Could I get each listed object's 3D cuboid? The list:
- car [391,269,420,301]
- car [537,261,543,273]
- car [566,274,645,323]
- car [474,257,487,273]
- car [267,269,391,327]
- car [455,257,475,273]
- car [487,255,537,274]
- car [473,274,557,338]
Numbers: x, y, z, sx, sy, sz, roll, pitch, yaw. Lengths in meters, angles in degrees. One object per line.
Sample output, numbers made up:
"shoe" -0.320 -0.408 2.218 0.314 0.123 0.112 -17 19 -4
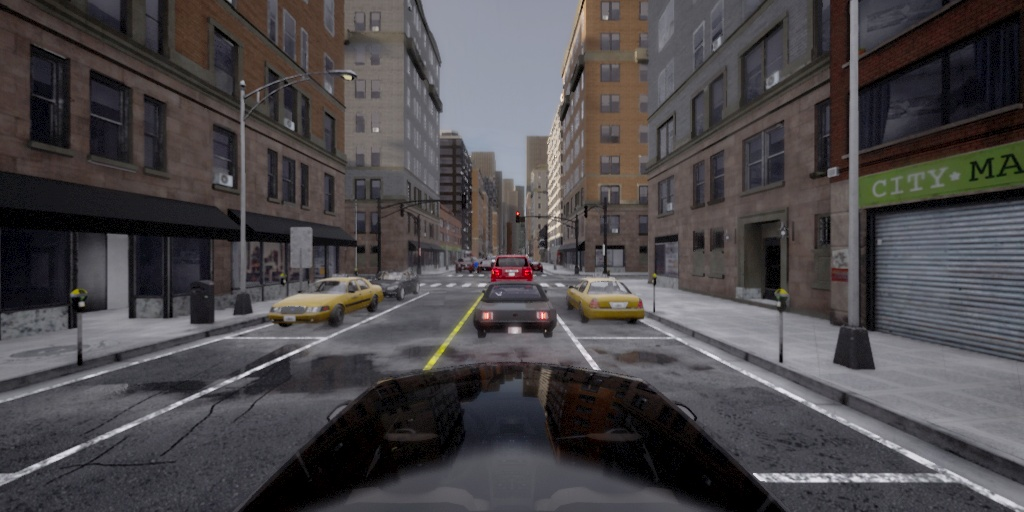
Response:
"car" -5.676 1.302 17.250 2.007 1.370 4.403 0 0 0
"car" 2.835 1.307 44.028 1.888 1.381 4.507 0 0 0
"car" 2.852 1.276 11.899 1.751 1.417 4.829 0 0 0
"car" -3.122 1.239 43.600 1.882 1.535 5.008 0 0 0
"car" -5.674 1.276 11.555 1.751 1.417 4.829 0 0 0
"car" -5.691 1.076 44.024 2.192 1.841 5.009 0 0 0
"car" -0.009 0.973 19.906 2.150 2.045 5.566 0 0 0
"car" 0.077 1.351 10.136 1.895 1.301 4.718 0 0 0
